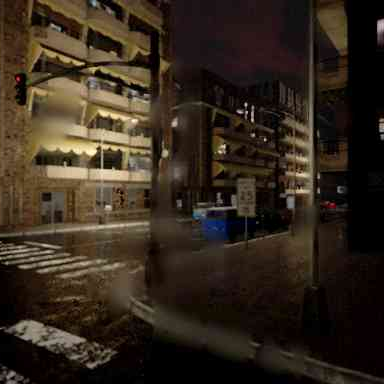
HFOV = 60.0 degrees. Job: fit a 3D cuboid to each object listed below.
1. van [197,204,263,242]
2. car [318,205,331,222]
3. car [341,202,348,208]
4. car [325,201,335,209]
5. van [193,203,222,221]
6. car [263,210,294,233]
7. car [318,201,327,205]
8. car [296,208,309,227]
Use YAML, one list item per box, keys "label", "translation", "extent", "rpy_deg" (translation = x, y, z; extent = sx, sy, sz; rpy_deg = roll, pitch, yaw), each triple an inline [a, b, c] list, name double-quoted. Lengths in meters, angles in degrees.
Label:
- label: "van"
  translation: [2.257, 1.731, 18.753]
  extent: [1.690, 1.788, 3.998]
  rpy_deg: [-2, -2, 35]
- label: "car"
  translation: [11.735, 2.261, 32.400]
  extent: [2.008, 1.369, 4.403]
  rpy_deg: [-2, -2, 35]
- label: "car"
  translation: [40.056, 3.430, 86.748]
  extent: [1.752, 1.417, 4.829]
  rpy_deg: [-1, -2, 35]
- label: "car"
  translation: [27.330, 2.783, 68.818]
  extent: [2.192, 1.841, 5.009]
  rpy_deg: [-1, -2, 35]
- label: "van"
  translation: [1.690, 1.956, 32.674]
  extent: [1.690, 1.788, 3.998]
  rpy_deg: [-1, -2, 35]
- label: "car"
  translation: [5.325, 2.063, 23.363]
  extent: [1.947, 1.339, 4.313]
  rpy_deg: [-2, -2, 35]
- label: "car"
  translation: [24.127, 2.943, 64.293]
  extent: [1.802, 1.307, 4.206]
  rpy_deg: [-1, -2, 35]
- label: "car"
  translation: [8.530, 2.186, 27.880]
  extent: [1.802, 1.307, 4.206]
  rpy_deg: [-2, -2, 35]
